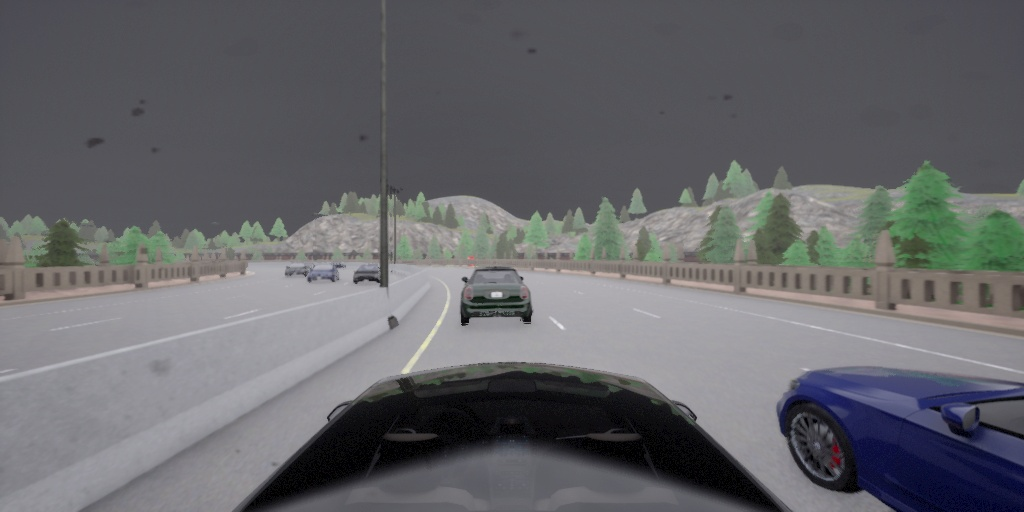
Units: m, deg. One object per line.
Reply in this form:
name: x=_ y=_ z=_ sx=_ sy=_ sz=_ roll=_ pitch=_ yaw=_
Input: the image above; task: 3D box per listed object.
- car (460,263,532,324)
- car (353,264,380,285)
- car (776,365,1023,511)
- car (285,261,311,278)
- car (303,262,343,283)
car: x=-0.636 y=1.109 z=12.173 sx=2.097 sy=1.767 sz=4.553 roll=0 pitch=0 yaw=-6
car: x=-11.033 y=1.365 z=27.785 sx=2.033 sy=1.411 sz=5.357 roll=0 pitch=0 yaw=-17
car: x=3.536 y=1.268 z=1.573 sx=1.812 sy=1.442 sz=4.674 roll=0 pitch=0 yaw=-1
car: x=-21.939 y=1.422 z=36.767 sx=1.812 sy=1.442 sz=4.674 roll=0 pitch=0 yaw=-25
car: x=-15.137 y=1.363 z=28.992 sx=1.812 sy=1.442 sz=4.674 roll=0 pitch=0 yaw=-19
